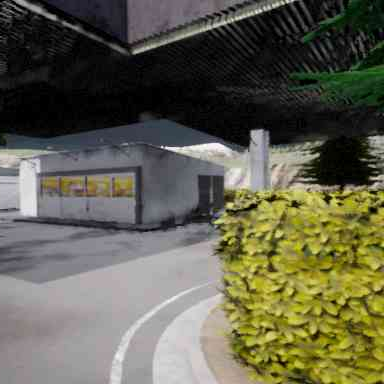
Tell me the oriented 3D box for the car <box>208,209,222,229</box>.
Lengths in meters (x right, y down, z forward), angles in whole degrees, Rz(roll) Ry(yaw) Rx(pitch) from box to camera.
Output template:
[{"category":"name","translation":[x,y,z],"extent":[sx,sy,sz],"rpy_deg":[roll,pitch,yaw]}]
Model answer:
[{"category":"car","translation":[3.122,1.229,18.406],"extent":[4.611,1.667,2.242],"rpy_deg":[0,1,34]}]
